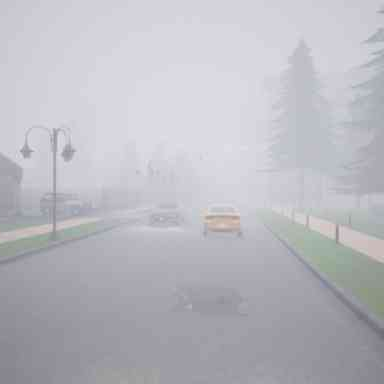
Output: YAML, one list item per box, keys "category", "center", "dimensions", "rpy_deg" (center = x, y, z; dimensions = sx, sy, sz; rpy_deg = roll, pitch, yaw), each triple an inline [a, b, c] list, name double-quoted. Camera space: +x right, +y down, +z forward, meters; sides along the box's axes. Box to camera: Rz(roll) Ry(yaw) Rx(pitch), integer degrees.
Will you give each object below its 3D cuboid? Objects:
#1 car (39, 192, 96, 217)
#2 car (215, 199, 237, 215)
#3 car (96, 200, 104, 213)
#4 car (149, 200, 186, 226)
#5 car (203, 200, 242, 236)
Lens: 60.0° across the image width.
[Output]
- category: "car"
  center: [-10.012, 0.970, 26.301]
  dimensions: [3.866, 1.878, 1.905]
  rpy_deg: [0, 0, 6]
- category: "car"
  center: [3.279, 1.398, 32.272]
  dimensions: [1.895, 1.301, 4.718]
  rpy_deg: [0, 0, 6]
- category: "car"
  center: [-10.118, 0.951, 28.842]
  dimensions: [4.605, 1.855, 1.932]
  rpy_deg: [0, 0, 6]
- category: "car"
  center: [-1.559, 1.351, 22.318]
  dimensions: [1.837, 1.490, 4.892]
  rpy_deg: [0, 1, 7]
- category: "car"
  center: [1.655, 1.365, 17.776]
  dimensions: [1.882, 1.535, 5.008]
  rpy_deg: [0, 0, 6]
